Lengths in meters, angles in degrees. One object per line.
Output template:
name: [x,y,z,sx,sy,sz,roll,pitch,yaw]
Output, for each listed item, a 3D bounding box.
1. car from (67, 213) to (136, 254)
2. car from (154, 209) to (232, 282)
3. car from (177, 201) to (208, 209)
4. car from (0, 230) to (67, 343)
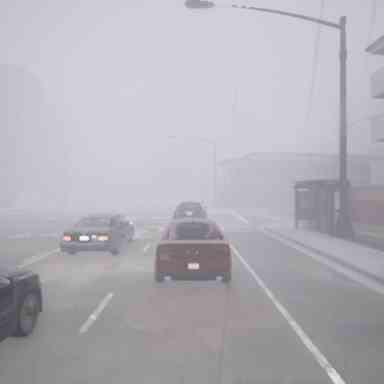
car: [-3.583,1.575,13.504,2.033,1.411,5.357,0,0,-1]
car: [0.014,1.497,9.853,1.882,1.535,5.008,0,0,-1]
car: [-0.005,1.400,22.727,2.097,1.767,4.553,0,0,4]
car: [-3.439,1.500,3.763,2.128,1.511,4.902,0,0,0]
